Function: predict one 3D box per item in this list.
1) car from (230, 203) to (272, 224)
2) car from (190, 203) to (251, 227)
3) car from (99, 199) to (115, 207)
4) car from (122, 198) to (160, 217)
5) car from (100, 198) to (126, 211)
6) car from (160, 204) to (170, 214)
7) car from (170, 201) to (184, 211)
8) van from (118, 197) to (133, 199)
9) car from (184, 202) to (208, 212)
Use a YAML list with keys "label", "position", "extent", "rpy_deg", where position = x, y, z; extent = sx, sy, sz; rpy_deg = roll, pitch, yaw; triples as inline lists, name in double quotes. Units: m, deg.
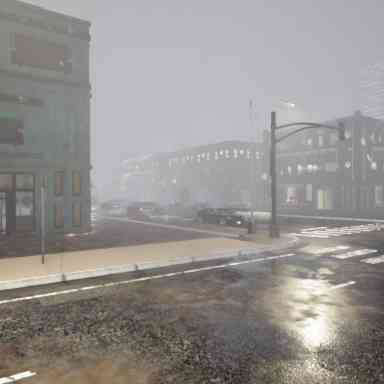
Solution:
- label: "car"
  position: [4.381, 1.820, 26.701]
  extent: [1.895, 1.301, 4.718]
  rpy_deg: [-1, 0, -35]
- label: "car"
  position: [2.071, 1.814, 25.260]
  extent: [1.947, 1.339, 4.313]
  rpy_deg: [-1, 0, -35]
- label: "car"
  position: [-17.635, 2.227, 68.864]
  extent: [1.887, 1.381, 4.507]
  rpy_deg: [-1, 0, -35]
- label: "car"
  position: [-5.702, 1.846, 36.757]
  extent: [1.967, 1.590, 4.097]
  rpy_deg: [-1, 0, -35]
- label: "car"
  position: [-12.609, 2.048, 51.482]
  extent: [2.128, 1.511, 4.902]
  rpy_deg: [-1, 0, -34]
- label: "car"
  position: [-5.025, 1.886, 40.373]
  extent: [1.882, 1.535, 5.008]
  rpy_deg: [-1, 0, -34]
- label: "car"
  position: [-1.937, 1.965, 46.071]
  extent: [1.802, 1.307, 4.206]
  rpy_deg: [-1, 0, -35]
- label: "van"
  position: [-11.361, 1.906, 59.747]
  extent: [1.690, 1.788, 3.998]
  rpy_deg: [-1, 0, -35]
- label: "car"
  position: [1.202, 1.903, 41.512]
  extent: [1.802, 1.307, 4.206]
  rpy_deg: [-1, 0, -35]
